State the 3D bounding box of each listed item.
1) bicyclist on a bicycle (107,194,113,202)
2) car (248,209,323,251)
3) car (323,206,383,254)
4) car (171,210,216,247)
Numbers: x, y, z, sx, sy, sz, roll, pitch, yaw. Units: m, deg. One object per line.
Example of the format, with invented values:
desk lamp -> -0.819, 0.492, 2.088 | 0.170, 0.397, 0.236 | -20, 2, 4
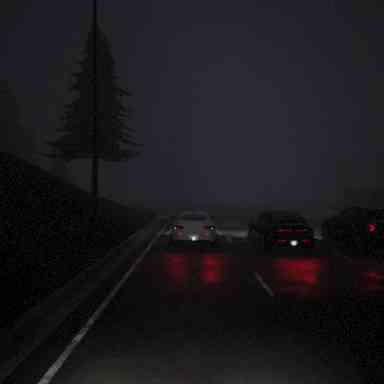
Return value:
bicyclist on a bicycle -> -16.682, 1.265, 67.758 | 0.582, 1.620, 1.656 | 0, 0, 30
car -> 3.572, 1.499, 14.010 | 1.837, 1.490, 4.892 | 0, 1, 0
car -> 7.068, 1.343, 13.642 | 2.097, 1.767, 4.553 | 0, 0, 0
car -> 0.075, 1.518, 14.954 | 1.812, 1.442, 4.674 | 0, 0, 0
